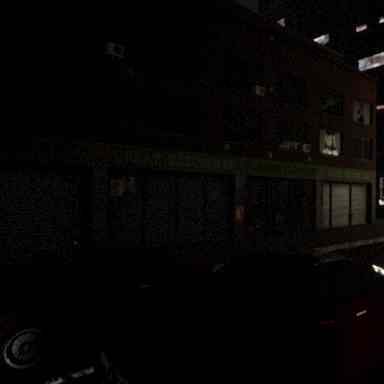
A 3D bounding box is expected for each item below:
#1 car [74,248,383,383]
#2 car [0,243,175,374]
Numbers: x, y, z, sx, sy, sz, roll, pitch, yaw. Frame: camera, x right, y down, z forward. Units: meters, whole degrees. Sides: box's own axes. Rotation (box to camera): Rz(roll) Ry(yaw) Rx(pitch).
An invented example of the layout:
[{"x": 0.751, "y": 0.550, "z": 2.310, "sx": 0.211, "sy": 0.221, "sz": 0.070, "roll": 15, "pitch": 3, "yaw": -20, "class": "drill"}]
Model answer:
[{"x": 1.163, "y": 1.525, "z": 4.259, "sx": 4.674, "sy": 1.442, "sz": 1.812, "roll": 0, "pitch": 0, "yaw": -36, "class": "car"}, {"x": -1.390, "y": 1.582, "z": 5.576, "sx": 4.206, "sy": 1.307, "sz": 1.802, "roll": 0, "pitch": 1, "yaw": -36, "class": "car"}]
